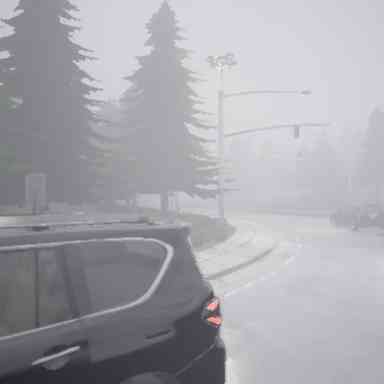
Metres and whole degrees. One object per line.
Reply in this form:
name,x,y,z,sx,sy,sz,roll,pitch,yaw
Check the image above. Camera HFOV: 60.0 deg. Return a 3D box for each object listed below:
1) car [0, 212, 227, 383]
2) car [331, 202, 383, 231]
car,-2.265,1.232,2.258,5.566,2.045,2.150,0,0,-36
car,10.918,1.504,21.926,2.097,1.767,4.553,0,0,4
